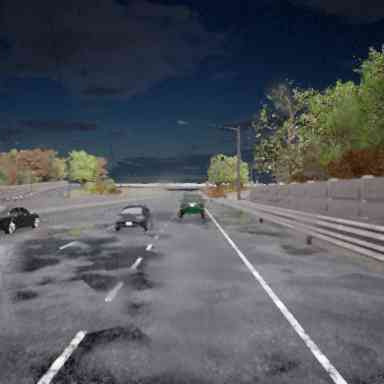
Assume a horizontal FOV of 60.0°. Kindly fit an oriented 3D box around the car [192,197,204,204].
[{"bbox_3d":[1.298,1.719,69.505,1.895,1.301,4.718,0,-1,10],"label":"car"}]

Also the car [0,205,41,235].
[{"bbox_3d":[-10.389,1.516,18.920,1.837,1.490,4.892,0,0,0],"label":"car"}]

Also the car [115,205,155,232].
[{"bbox_3d":[-3.389,1.538,20.224,1.812,1.442,4.674,0,0,0],"label":"car"}]

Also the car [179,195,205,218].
[{"bbox_3d":[0.018,1.251,30.932,2.150,2.045,5.566,0,0,0],"label":"car"}]
